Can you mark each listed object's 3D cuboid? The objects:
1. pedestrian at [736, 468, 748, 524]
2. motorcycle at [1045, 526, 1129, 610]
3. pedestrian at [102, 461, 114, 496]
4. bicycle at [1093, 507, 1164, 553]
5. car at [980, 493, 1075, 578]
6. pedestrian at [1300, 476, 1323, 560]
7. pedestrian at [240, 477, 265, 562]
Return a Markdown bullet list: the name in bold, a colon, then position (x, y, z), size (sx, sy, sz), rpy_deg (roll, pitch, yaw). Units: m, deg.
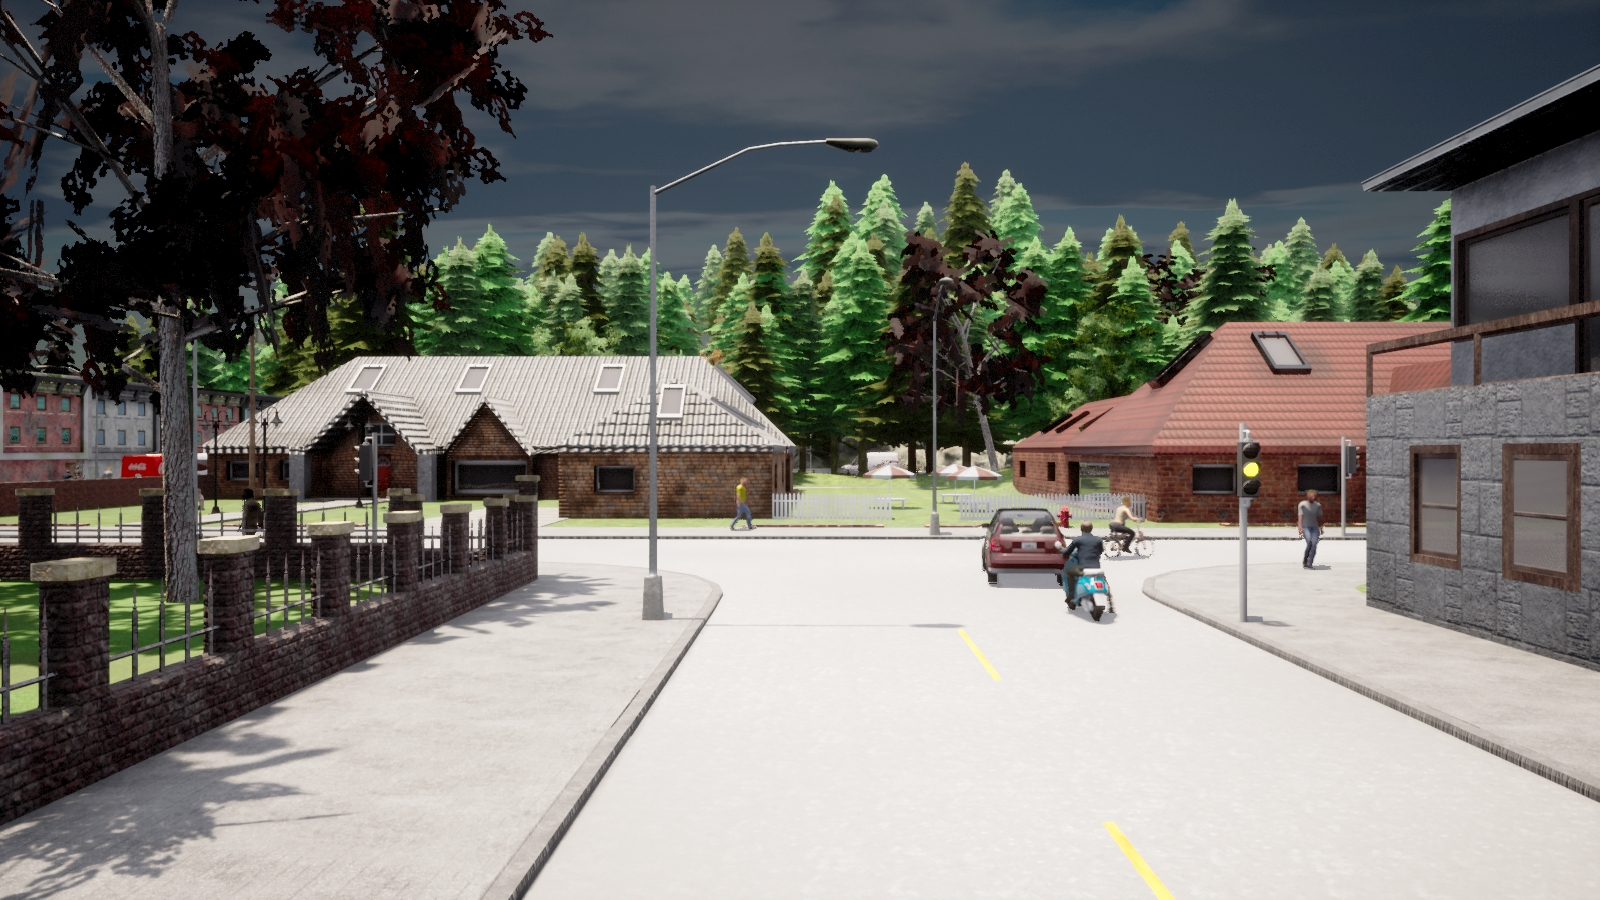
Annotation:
- **pedestrian**: position (-1.924, 1.524, 37.971), size (0.375, 1.860, 0.375), rpy_deg (0, 0, 2)
- **motorcycle**: position (4.812, 1.962, 19.291), size (0.856, 1.236, 1.805), rpy_deg (0, 0, -4)
- **pedestrian**: position (-37.074, 1.524, 61.218), size (0.375, 1.860, 0.375), rpy_deg (0, 0, 0)
- **bicycle**: position (8.425, 2.037, 29.303), size (1.487, 1.080, 0.859), rpy_deg (1, 1, -16)
- **car**: position (4.907, 1.810, 25.047), size (1.789, 1.549, 3.705), rpy_deg (0, 0, 8)
- **pedestrian**: position (11.503, 1.518, 25.701), size (0.375, 1.860, 0.375), rpy_deg (0, 0, 4)
- **pedestrian**: position (-12.123, 1.523, 25.311), size (0.375, 1.860, 0.375), rpy_deg (0, 0, 4)
